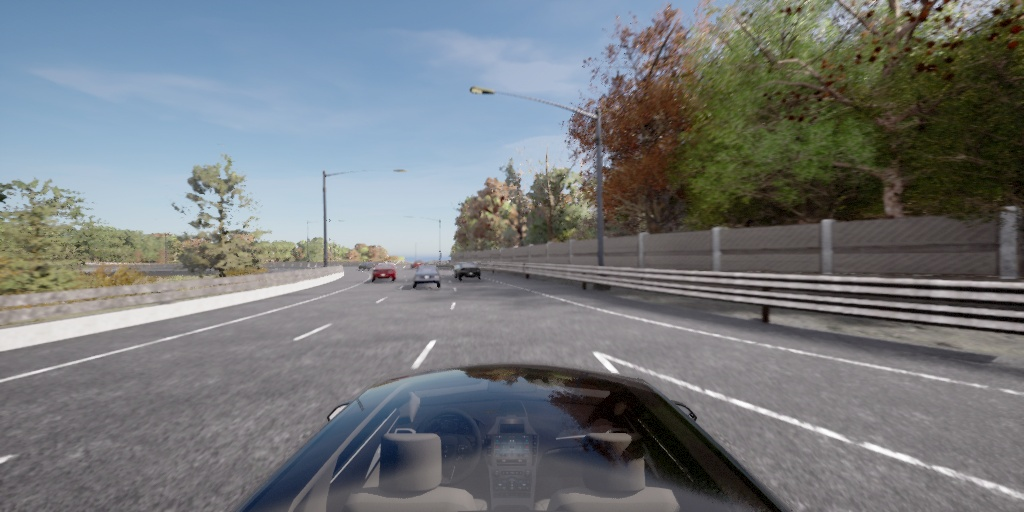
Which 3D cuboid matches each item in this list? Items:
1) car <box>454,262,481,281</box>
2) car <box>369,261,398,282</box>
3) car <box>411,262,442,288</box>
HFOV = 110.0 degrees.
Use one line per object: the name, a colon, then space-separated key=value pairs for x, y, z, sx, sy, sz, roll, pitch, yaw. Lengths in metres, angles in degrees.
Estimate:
car: x=-4.054 y=1.311 z=31.965 sx=1.882 sy=1.535 sz=5.008 roll=-1 pitch=0 yaw=-15
car: x=-11.346 y=1.431 z=32.140 sx=1.882 sy=1.535 sz=5.008 roll=-1 pitch=0 yaw=-16
car: x=-5.977 y=1.409 z=25.438 sx=2.033 sy=1.411 sz=5.357 roll=-1 pitch=0 yaw=-12
